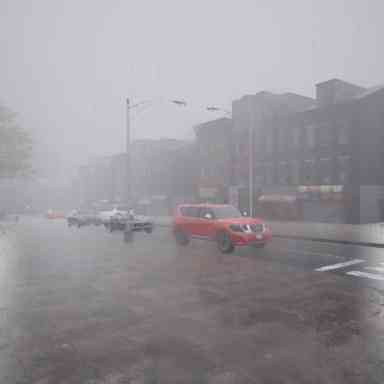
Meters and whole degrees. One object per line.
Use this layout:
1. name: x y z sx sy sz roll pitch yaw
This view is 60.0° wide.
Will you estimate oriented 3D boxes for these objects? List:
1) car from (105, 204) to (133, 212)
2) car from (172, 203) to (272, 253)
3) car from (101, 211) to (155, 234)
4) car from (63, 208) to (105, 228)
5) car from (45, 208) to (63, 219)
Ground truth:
1. car: -7.713 2.264 33.335 2.150 2.045 5.566 0 -2 -36
2. car: 1.160 1.566 15.837 2.150 2.045 5.566 0 -2 -35
3. car: -4.556 2.291 23.841 1.895 1.301 4.718 0 -2 -36
4. car: -10.490 2.441 32.167 2.097 1.767 4.553 0 -2 -35
5. car: -22.368 3.459 53.880 2.097 1.767 4.553 0 -2 -35
